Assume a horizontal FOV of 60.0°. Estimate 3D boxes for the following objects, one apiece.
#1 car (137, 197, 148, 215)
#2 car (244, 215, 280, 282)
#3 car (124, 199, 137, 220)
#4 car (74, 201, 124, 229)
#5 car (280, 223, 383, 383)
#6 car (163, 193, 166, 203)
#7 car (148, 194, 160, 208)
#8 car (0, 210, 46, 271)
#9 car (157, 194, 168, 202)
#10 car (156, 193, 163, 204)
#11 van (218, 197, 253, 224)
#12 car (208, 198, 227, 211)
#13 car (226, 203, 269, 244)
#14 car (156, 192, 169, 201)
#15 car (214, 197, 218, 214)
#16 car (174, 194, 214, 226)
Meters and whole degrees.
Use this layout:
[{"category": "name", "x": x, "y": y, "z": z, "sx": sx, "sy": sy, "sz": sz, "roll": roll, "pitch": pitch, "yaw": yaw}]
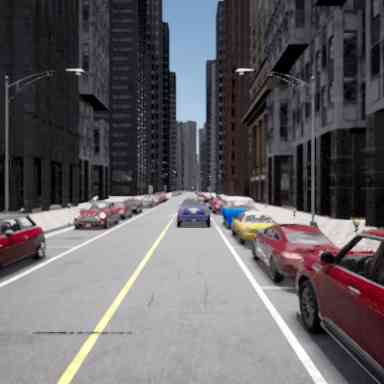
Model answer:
[{"category": "car", "x": -5.745, "y": 1.373, "z": 31.649, "sx": 1.947, "sy": 1.339, "sz": 4.313, "roll": 0, "pitch": 0, "yaw": 0}, {"category": "car", "x": 2.769, "y": 1.524, "z": 9.253, "sx": 1.802, "sy": 1.307, "sz": 4.206, "roll": 0, "pitch": 0, "yaw": 0}, {"category": "car", "x": -5.748, "y": 1.423, "z": 26.047, "sx": 1.802, "sy": 1.307, "sz": 4.206, "roll": 0, "pitch": 0, "yaw": 0}, {"category": "car", "x": -5.750, "y": 1.315, "z": 20.445, "sx": 1.967, "sy": 1.590, "sz": 4.097, "roll": 0, "pitch": 0, "yaw": 0}, {"category": "car", "x": 2.767, "y": 1.291, "z": 3.649, "sx": 2.192, "sy": 1.841, "sz": 5.009, "roll": 0, "pitch": 0, "yaw": 0}, {"category": "car", "x": -5.734, "y": 1.220, "z": 54.055, "sx": 1.887, "sy": 1.381, "sz": 4.507, "roll": 0, "pitch": 0, "yaw": 0}, {"category": "car", "x": -5.740, "y": 1.291, "z": 42.852, "sx": 2.008, "sy": 1.369, "sz": 4.403, "roll": 0, "pitch": 0, "yaw": 0}, {"category": "car", "x": -5.755, "y": 1.383, "z": 9.242, "sx": 1.967, "sy": 1.590, "sz": 4.097, "roll": 0, "pitch": 0, "yaw": 0}, {"category": "car", "x": -5.729, "y": 1.137, "z": 65.088, "sx": 1.752, "sy": 1.417, "sz": 4.829, "roll": 0, "pitch": 0, "yaw": 0}, {"category": "car", "x": -5.737, "y": 1.234, "z": 48.283, "sx": 1.752, "sy": 1.417, "sz": 4.829, "roll": 0, "pitch": 0, "yaw": 0}, {"category": "van", "x": 2.775, "y": 1.215, "z": 20.455, "sx": 1.690, "sy": 1.788, "sz": 3.998, "roll": 0, "pitch": 0, "yaw": 0}, {"category": "car", "x": 2.783, "y": 1.355, "z": 37.263, "sx": 1.802, "sy": 1.307, "sz": 4.206, "roll": 0, "pitch": 0, "yaw": 0}, {"category": "car", "x": 2.772, "y": 1.432, "z": 15.024, "sx": 1.752, "sy": 1.417, "sz": 4.829, "roll": 0, "pitch": 0, "yaw": 0}, {"category": "car", "x": -5.731, "y": 0.958, "z": 59.656, "sx": 2.192, "sy": 1.841, "sz": 5.009, "roll": 0, "pitch": 0, "yaw": 0}, {"category": "car", "x": 2.780, "y": 1.388, "z": 31.661, "sx": 1.802, "sy": 1.307, "sz": 4.206, "roll": 0, "pitch": 0, "yaw": 0}, {"category": "car", "x": 0.111, "y": 1.215, "z": 22.263, "sx": 2.097, "sy": 1.767, "sz": 4.553, "roll": 0, "pitch": 0, "yaw": 0}]
